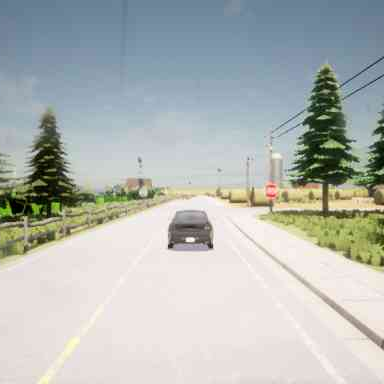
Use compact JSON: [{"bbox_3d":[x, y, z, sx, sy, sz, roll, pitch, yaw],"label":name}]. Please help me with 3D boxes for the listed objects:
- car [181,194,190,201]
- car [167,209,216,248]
[{"bbox_3d":[-1.631,1.335,84.961,2.097,1.767,4.553,0,0,2],"label":"car"},{"bbox_3d":[-0.040,1.506,14.590,1.837,1.490,4.892,0,0,0],"label":"car"}]
